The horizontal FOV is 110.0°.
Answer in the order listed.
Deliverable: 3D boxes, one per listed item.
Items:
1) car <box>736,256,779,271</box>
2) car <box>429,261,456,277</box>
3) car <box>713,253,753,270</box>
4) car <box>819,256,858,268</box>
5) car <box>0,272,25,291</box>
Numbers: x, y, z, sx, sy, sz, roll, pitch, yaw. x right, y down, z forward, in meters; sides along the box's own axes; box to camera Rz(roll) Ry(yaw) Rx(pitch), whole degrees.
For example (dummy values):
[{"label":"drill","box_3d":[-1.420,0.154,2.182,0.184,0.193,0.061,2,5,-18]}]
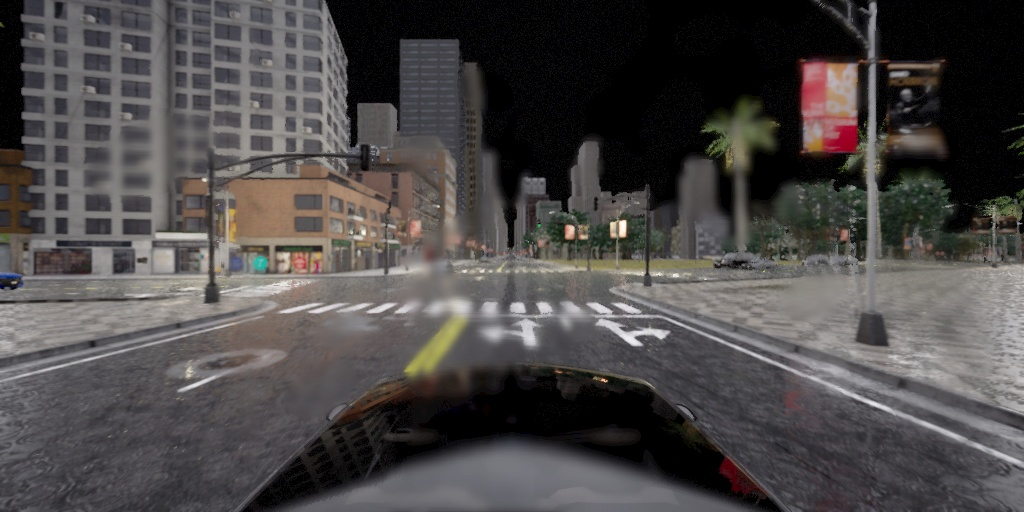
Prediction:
[{"label":"car","box_3d":[28.273,0.977,40.895,4.181,1.385,1.994,-1,0,-22]},{"label":"car","box_3d":[-6.575,1.237,34.504,1.812,1.442,4.674,0,0,0]},{"label":"car","box_3d":[27.327,0.626,44.006,5.566,2.045,2.150,0,0,-22]},{"label":"car","box_3d":[43.821,0.741,47.703,4.902,1.511,2.128,-1,0,-24]},{"label":"car","box_3d":[-28.876,1.137,18.456,5.008,1.535,1.882,0,0,-14]}]
